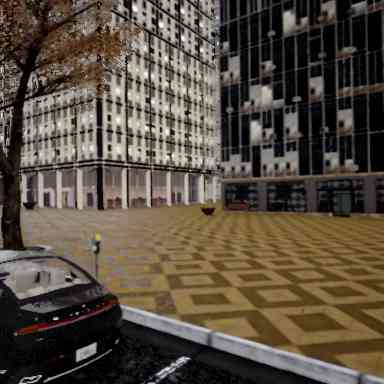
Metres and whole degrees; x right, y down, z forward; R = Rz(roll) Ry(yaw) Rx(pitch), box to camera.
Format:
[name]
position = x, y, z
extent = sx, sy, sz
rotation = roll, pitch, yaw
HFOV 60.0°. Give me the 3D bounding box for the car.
[car]
position = -2.957, 1.561, 4.999
extent = 4.403, 1.369, 2.008
rotation = 0, -1, 36
